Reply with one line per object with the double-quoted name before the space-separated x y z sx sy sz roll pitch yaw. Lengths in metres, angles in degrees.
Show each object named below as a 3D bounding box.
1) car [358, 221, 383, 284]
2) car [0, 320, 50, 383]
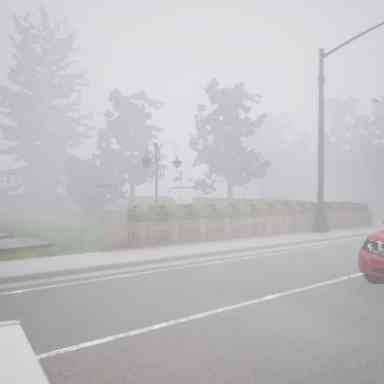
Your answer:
"car" 6.679 1.317 8.735 5.566 2.045 2.150 1 -1 -35
"car" -3.289 1.585 1.644 4.718 1.301 1.895 1 0 -36
